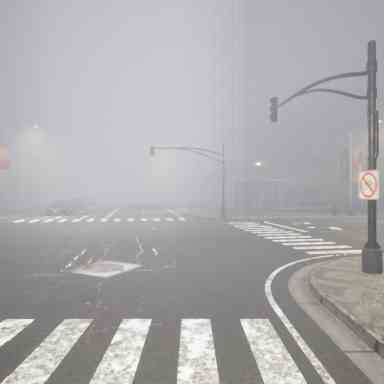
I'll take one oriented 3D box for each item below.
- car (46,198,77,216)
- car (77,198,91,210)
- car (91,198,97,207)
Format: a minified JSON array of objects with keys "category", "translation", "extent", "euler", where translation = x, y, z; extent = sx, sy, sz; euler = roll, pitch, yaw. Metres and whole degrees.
[{"category":"car","translation":[-13.216,1.542,33.473],"extent":[1.812,1.442,4.674],"euler":[0,0,-10]},{"category":"car","translation":[-14.808,1.503,43.305],"extent":[1.882,1.535,5.008],"euler":[0,0,-9]},{"category":"car","translation":[-16.406,1.600,53.148],"extent":[1.994,1.385,4.181],"euler":[0,0,-9]}]
